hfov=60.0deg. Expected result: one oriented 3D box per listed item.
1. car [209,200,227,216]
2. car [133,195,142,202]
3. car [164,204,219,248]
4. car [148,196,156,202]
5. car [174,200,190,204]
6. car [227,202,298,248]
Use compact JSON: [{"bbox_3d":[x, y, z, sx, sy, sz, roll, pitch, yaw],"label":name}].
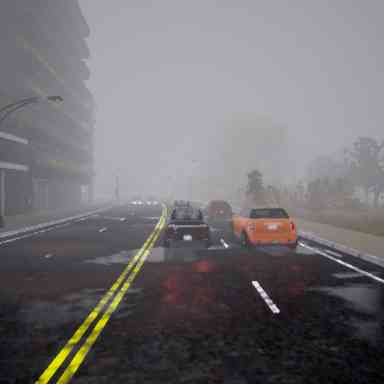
[{"bbox_3d":[2.330,1.463,29.977,1.882,1.535,5.008,0,0,-3],"label":"car"},{"bbox_3d":[-12.214,1.394,74.305,2.128,1.511,4.902,0,0,-9],"label":"car"},{"bbox_3d":[-0.230,1.487,14.747,2.128,1.511,4.902,0,0,-2],"label":"car"},{"bbox_3d":[-9.062,1.493,75.206,1.895,1.301,4.718,0,0,-9],"label":"car"},{"bbox_3d":[-0.914,1.474,29.780,2.128,1.511,4.902,0,0,-3],"label":"car"},{"bbox_3d":[3.020,1.357,14.815,2.097,1.767,4.553,0,0,-2],"label":"car"}]
